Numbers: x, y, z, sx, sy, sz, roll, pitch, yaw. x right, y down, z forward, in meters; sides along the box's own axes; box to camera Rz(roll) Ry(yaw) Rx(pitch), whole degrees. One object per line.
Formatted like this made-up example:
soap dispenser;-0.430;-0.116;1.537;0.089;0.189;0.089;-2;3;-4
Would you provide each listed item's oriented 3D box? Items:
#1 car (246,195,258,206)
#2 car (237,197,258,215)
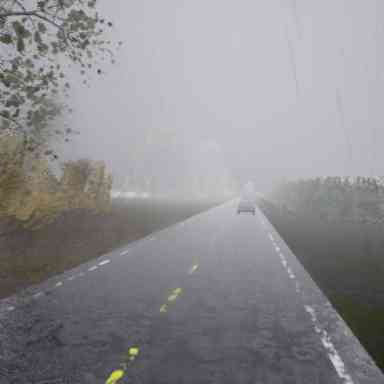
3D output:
car;11.089;1.537;61.662;2.097;1.767;4.553;2;0;9
car;5.813;1.633;35.563;2.033;1.411;5.357;2;0;10
